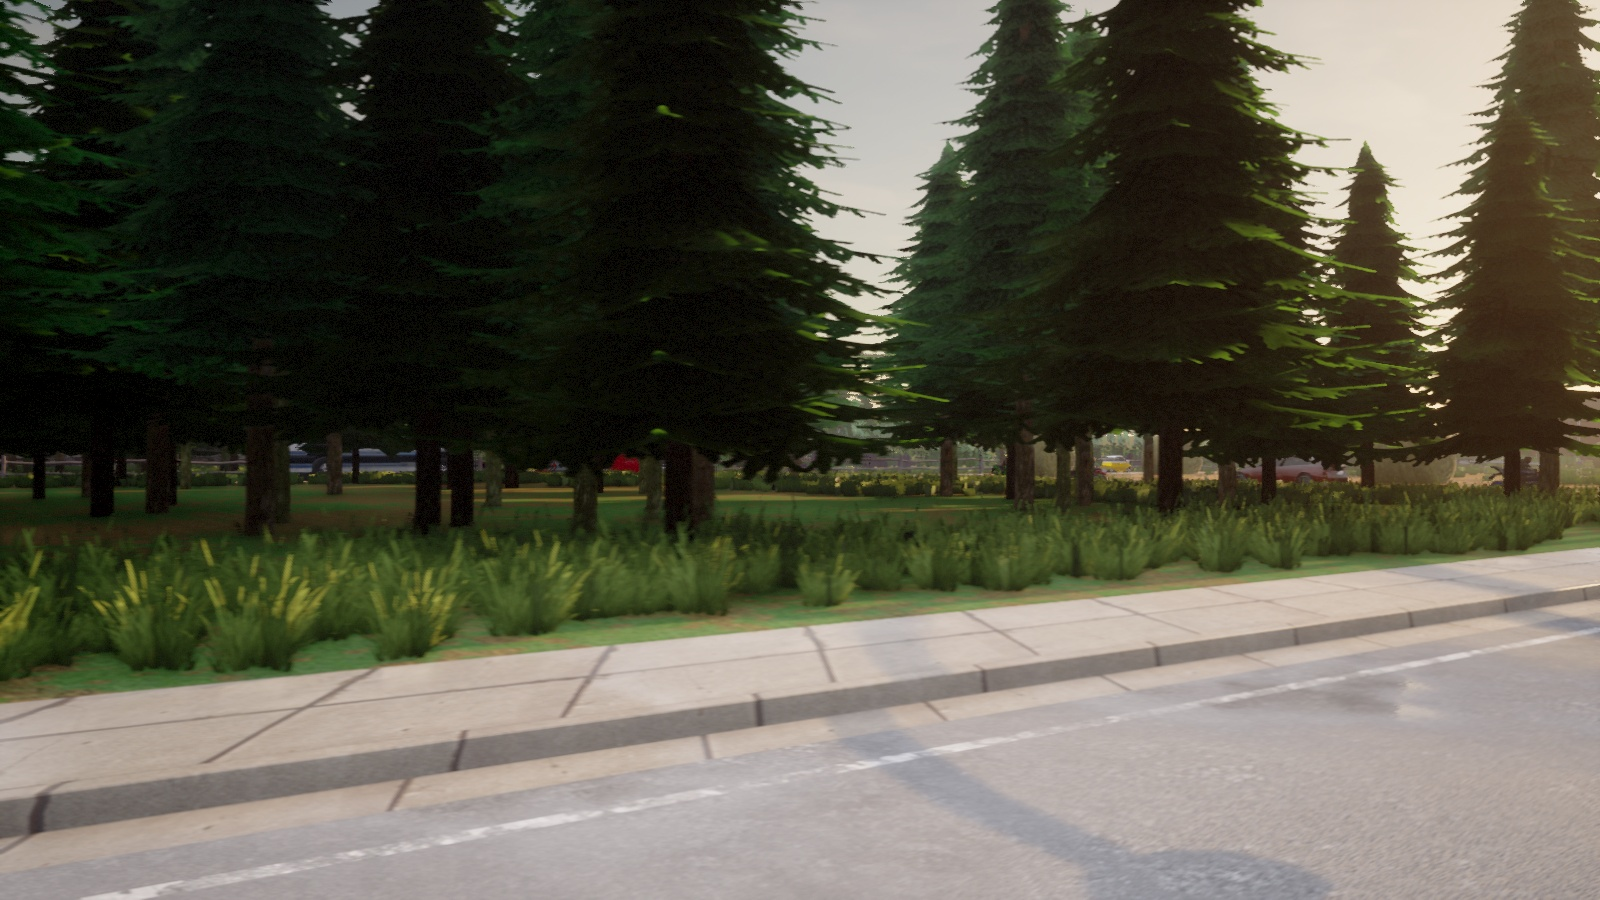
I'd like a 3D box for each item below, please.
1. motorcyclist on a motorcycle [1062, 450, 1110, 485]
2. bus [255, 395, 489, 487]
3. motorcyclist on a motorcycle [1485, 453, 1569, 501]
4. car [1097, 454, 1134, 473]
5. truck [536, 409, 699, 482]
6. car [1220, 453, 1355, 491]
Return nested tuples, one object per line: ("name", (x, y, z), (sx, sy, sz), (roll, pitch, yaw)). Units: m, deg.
("motorcyclist on a motorcycle", (13.797, 0.845, 60.641), (0.766, 1.649, 2.350), (0, 0, -36))
("bus", (-21.151, -0.434, 62.394), (10.273, 4.253, 3.944), (-1, 0, -34))
("motorcyclist on a motorcycle", (23.673, 0.858, 40.911), (0.866, 1.530, 2.191), (0, 0, -36))
("car", (22.888, 0.971, 91.012), (2.207, 1.376, 1.481), (0, 0, -33))
("truck", (-10.062, -0.229, 69.699), (8.468, 3.827, 2.891), (0, 0, -32))
("car", (20.089, 0.859, 51.891), (2.163, 1.488, 4.792), (0, 0, -36))
